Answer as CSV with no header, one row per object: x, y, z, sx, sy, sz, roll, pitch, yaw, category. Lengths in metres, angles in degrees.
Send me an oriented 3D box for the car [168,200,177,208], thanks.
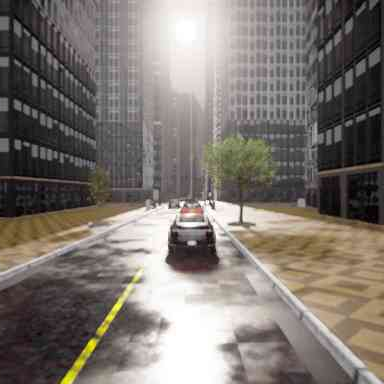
-3.017,2.062,56.441,2.128,1.511,4.902,0,-1,0,car

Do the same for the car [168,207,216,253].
0.000,1.629,14.297,2.128,1.511,4.902,0,0,0,car

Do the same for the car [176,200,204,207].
-0.004,1.633,29.068,2.097,1.767,4.553,0,-1,0,car
